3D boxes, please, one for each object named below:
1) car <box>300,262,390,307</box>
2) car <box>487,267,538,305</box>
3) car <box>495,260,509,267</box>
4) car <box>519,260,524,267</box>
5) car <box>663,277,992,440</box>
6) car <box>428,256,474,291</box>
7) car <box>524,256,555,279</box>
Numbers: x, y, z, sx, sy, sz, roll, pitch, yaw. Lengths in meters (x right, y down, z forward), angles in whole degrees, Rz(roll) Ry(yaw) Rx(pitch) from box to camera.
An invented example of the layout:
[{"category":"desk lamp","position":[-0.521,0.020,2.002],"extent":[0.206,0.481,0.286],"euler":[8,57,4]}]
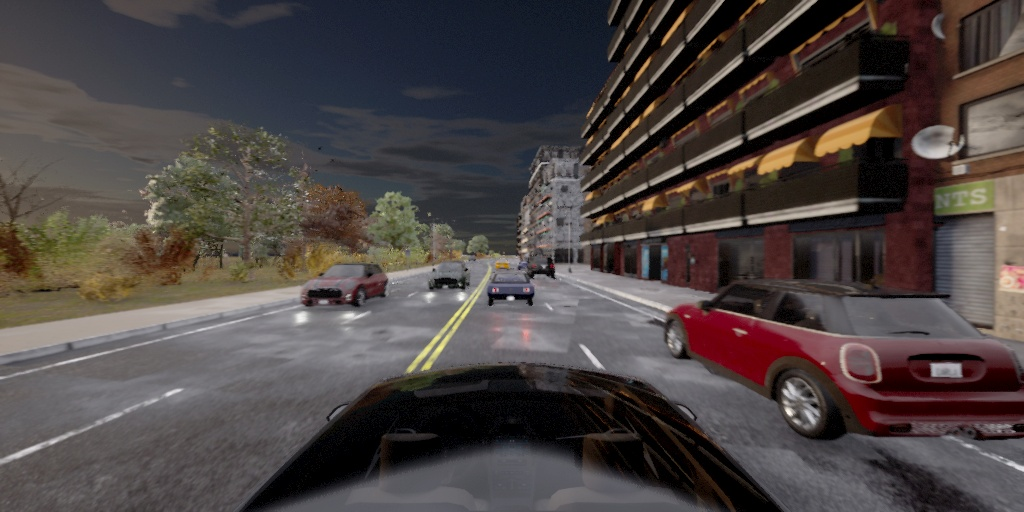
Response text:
[{"category":"car","position":[-6.775,1.069,15.071],"extent":[2.097,1.767,4.553],"euler":[0,0,-1]},{"category":"car","position":[-0.089,1.359,16.193],"extent":[1.895,1.301,4.718],"euler":[0,0,-1]},{"category":"car","position":[-1.450,1.267,52.038],"extent":[1.882,1.535,5.008],"euler":[0,0,-3]},{"category":"car","position":[1.991,1.337,52.571],"extent":[1.812,1.442,4.674],"euler":[0,0,6]},{"category":"car","position":[4.211,1.131,5.623],"extent":[2.097,1.767,4.553],"euler":[0,0,-1]},{"category":"car","position":[-3.682,1.091,21.772],"extent":[2.097,1.767,4.553],"euler":[0,0,-1]},{"category":"car","position":[2.633,1.016,33.133],"extent":[2.150,2.045,5.566],"euler":[0,0,-2]}]
